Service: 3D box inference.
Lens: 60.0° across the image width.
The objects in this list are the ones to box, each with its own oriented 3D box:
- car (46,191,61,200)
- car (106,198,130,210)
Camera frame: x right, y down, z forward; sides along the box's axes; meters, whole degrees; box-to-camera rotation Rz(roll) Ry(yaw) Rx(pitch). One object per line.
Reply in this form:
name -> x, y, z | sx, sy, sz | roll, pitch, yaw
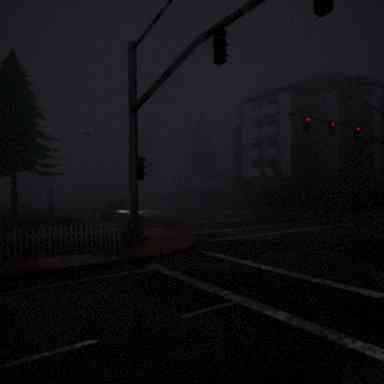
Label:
car -> -36.171, 0.892, 86.926 | 2.150, 2.045, 5.566 | -1, 1, -41
car -> -8.755, 1.409, 40.025 | 1.895, 1.301, 4.718 | -1, 0, -33
